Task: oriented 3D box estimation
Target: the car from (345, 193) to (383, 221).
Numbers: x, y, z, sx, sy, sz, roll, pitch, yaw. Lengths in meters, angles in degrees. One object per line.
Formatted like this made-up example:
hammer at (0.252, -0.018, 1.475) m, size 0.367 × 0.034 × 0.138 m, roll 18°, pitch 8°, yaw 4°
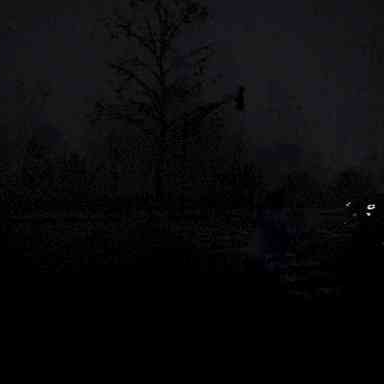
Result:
car at (12.058, 0.850, 21.309) m, size 4.553 × 1.767 × 2.097 m, roll 0°, pitch 3°, yaw -24°

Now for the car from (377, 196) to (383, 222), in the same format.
car at (12.751, 1.177, 18.068) m, size 4.892 × 1.490 × 1.837 m, roll 0°, pitch 3°, yaw -24°
